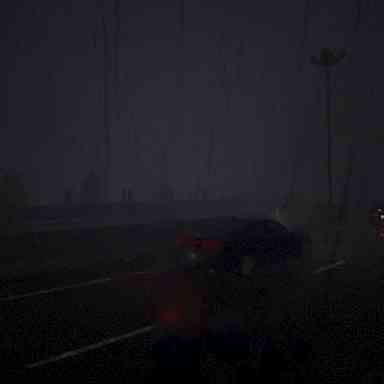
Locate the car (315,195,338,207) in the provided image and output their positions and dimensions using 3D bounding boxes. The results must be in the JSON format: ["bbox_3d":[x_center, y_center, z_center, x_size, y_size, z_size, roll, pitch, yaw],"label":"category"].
[{"bbox_3d":[16.267,1.421,40.599,1.812,1.442,4.674,-1,0,30],"label":"car"}]

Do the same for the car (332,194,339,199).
[{"bbox_3d":[32.967,1.106,77.450,2.128,1.511,4.902,-1,0,29],"label":"car"}]

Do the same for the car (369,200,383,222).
[{"bbox_3d":[14.085,1.367,23.972,1.837,1.490,4.892,-1,0,37],"label":"car"}]

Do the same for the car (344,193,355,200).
[{"bbox_3d":[36.022,1.044,75.744,1.812,1.442,4.674,-1,0,29],"label":"car"}]

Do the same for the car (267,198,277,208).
[{"bbox_3d":[12.370,1.544,47.936,2.033,1.411,5.357,-1,0,29],"label":"car"}]

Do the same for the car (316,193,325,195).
[{"bbox_3d":[32.301,0.913,83.443,1.837,1.490,4.892,-1,0,29],"label":"car"}]

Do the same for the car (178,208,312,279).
[{"bbox_3d":[1.844,1.496,10.295,5.008,1.535,1.882,-1,0,-43],"label":"car"}]

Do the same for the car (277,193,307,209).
[{"bbox_3d":[12.869,1.179,41.714,2.150,2.045,5.566,-1,0,30],"label":"car"}]
